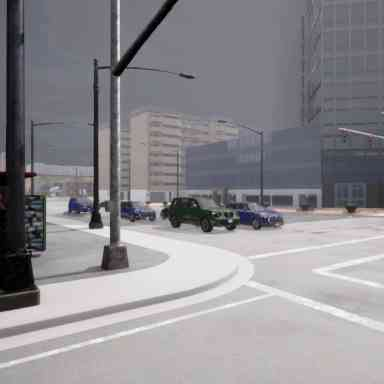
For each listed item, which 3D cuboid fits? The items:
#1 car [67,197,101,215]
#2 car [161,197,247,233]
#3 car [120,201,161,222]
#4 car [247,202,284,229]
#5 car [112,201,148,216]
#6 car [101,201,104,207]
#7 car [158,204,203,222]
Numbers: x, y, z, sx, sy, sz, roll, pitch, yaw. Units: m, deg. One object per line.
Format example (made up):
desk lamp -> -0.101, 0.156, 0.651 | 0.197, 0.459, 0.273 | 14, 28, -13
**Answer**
car -> -13.521, 1.660, 40.656 | 2.150, 2.045, 5.566 | 0, 0, -36
car -> 0.570, 1.335, 21.210 | 2.150, 2.045, 5.566 | 0, -1, -36
car -> -4.945, 1.581, 28.814 | 2.097, 1.767, 4.553 | 0, -1, -36
car -> 3.975, 1.459, 22.476 | 2.097, 1.767, 4.553 | 0, -1, -36
car -> -7.061, 1.843, 37.697 | 2.128, 1.511, 4.902 | 0, -1, -36
car -> -15.128, 1.905, 48.931 | 2.097, 1.767, 4.553 | 0, -1, -36
car -> -1.099, 1.769, 29.467 | 1.994, 1.385, 4.181 | 0, -1, -36
